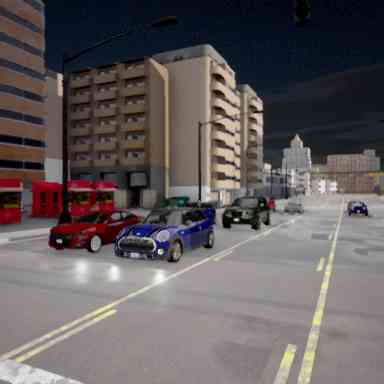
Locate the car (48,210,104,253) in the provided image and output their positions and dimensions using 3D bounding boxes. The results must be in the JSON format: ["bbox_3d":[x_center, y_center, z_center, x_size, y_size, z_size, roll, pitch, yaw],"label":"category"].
[{"bbox_3d":[-3.804,1.515,14.280,1.882,1.535,5.008,0,0,23],"label":"car"}]

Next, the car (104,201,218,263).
[{"bbox_3d":[-0.829,1.385,12.331,2.097,1.767,4.553,0,0,25],"label":"car"}]

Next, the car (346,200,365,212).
[{"bbox_3d":[22.359,1.896,45.593,2.128,1.511,4.902,0,-1,25],"label":"car"}]

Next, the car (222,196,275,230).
[{"bbox_3d":[3.783,1.338,22.295,2.150,2.045,5.566,0,-1,25],"label":"car"}]

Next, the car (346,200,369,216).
[{"bbox_3d":[18.111,1.826,36.293,1.812,1.442,4.674,0,-1,26],"label":"car"}]

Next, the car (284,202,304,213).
[{"bbox_3d":[12.679,1.932,41.401,1.895,1.301,4.718,0,-1,25],"label":"car"}]
